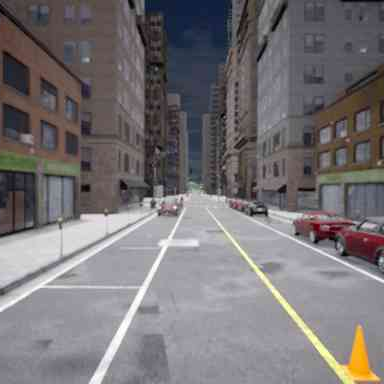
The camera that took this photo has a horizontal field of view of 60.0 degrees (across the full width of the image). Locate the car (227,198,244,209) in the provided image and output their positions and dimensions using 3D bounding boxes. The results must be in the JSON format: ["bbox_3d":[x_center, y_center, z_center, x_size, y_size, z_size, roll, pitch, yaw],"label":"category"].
[{"bbox_3d":[6.323,1.630,49.087,1.887,1.381,4.507,-1,0,0],"label":"car"}]

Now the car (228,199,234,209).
[{"bbox_3d":[6.298,1.623,43.581,1.887,1.381,4.507,-1,0,0],"label":"car"}]

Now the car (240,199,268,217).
[{"bbox_3d":[6.248,1.630,32.571,1.947,1.339,4.313,-1,0,0],"label":"car"}]

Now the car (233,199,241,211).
[{"bbox_3d":[6.273,1.616,38.076,1.887,1.381,4.507,-1,0,0],"label":"car"}]

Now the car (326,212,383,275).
[{"bbox_3d":[6.146,1.482,10.551,1.967,1.590,4.097,-1,0,0],"label":"car"}]

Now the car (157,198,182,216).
[{"bbox_3d":[-2.278,1.458,32.610,1.967,1.590,4.097,0,0,0],"label":"car"}]

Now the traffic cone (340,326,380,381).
[{"bbox_3d":[2.089,1.970,4.156,0.340,0.580,0.340,0,0,0],"label":"traffic cone"}]

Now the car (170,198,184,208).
[{"bbox_3d":[-2.202,1.584,49.126,1.887,1.381,4.507,0,0,0],"label":"car"}]

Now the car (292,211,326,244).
[{"bbox_3d":[6.173,1.591,16.056,1.887,1.381,4.507,-1,0,0],"label":"car"}]

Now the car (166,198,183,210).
[{"bbox_3d":[-2.227,1.583,43.620,2.008,1.369,4.403,0,0,0],"label":"car"}]
